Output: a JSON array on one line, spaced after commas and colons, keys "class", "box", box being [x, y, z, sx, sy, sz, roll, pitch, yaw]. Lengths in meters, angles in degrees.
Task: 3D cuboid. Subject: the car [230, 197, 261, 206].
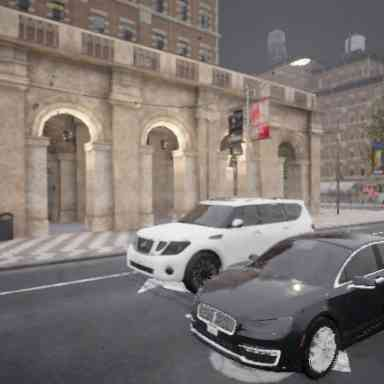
[{"class": "car", "box": [8.129, 1.381, 51.017, 1.895, 1.301, 4.718, 0, 0, -36]}]

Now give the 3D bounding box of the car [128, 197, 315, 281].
[{"class": "car", "box": [1.078, 1.189, 9.054, 5.566, 2.045, 2.150, 0, 0, -36]}]

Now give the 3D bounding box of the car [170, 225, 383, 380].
[{"class": "car", "box": [2.243, 1.478, 5.536, 4.892, 1.490, 1.837, 0, 0, -35]}]
